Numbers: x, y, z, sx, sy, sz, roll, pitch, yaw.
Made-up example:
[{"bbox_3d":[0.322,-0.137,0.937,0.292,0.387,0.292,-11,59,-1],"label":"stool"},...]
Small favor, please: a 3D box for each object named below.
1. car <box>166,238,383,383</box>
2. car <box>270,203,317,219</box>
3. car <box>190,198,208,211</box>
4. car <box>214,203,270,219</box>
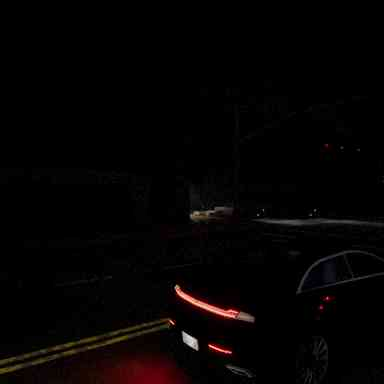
[{"bbox_3d":[1.954,1.492,5.223,4.902,1.511,2.128,0,0,-35],"label":"car"},{"bbox_3d":[8.470,1.601,29.172,1.895,1.301,4.718,0,0,-37],"label":"car"},{"bbox_3d":[-0.106,1.505,40.654,1.837,1.490,4.892,0,0,-37],"label":"car"},{"bbox_3d":[4.138,1.601,29.117,1.895,1.301,4.718,0,0,-37],"label":"car"}]
